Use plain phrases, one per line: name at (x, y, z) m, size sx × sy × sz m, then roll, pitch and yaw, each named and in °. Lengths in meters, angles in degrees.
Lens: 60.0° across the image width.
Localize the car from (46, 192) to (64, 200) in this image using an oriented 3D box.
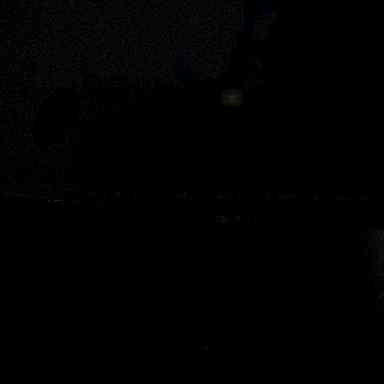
car at (-23.327, 0.626, 56.548) m, size 2.033 × 1.411 × 5.357 m, roll -1°, pitch 2°, yaw -36°
